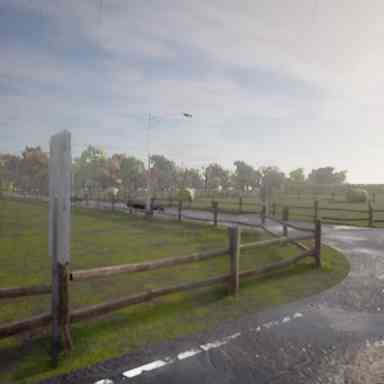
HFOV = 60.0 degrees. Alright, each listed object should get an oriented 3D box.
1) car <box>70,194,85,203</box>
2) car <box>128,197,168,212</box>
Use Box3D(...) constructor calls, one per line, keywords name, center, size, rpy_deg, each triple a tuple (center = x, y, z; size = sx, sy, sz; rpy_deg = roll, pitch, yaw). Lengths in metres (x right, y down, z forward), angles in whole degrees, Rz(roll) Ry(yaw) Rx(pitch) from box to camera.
Box3D(name="car", center=(-17.385, 0.882, 49.038), size=(1.895, 1.301, 4.718), rpy_deg=(1, 0, -36))
Box3D(name="car", center=(-4.122, 1.165, 30.754), size=(1.895, 1.301, 4.718), rpy_deg=(1, 0, -36))
